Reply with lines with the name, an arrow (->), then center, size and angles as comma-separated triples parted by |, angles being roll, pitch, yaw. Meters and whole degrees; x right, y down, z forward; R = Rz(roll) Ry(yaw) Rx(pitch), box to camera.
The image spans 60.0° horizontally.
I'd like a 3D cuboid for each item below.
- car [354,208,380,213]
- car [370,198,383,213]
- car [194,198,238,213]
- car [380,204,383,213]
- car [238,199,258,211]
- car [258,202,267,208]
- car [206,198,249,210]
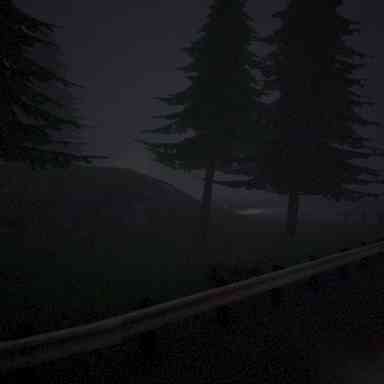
car -> 19.225, 1.510, 33.953 | 4.892, 1.490, 1.837 | 0, 0, 36
car -> 22.239, 1.495, 36.098 | 4.902, 1.511, 2.128 | 0, 0, 36
car -> 2.406, 1.512, 37.414 | 4.674, 1.442, 1.812 | 0, 0, 36
car -> 17.826, 1.359, 26.341 | 4.553, 1.767, 2.097 | 0, 0, 36
car -> 4.698, 1.535, 40.075 | 5.357, 1.411, 2.033 | 0, 0, 36
car -> 8.023, 1.585, 46.308 | 4.718, 1.301, 1.895 | 0, 0, 36
car -> 4.721, 1.525, 44.371 | 5.357, 1.411, 2.033 | 0, 0, 36
